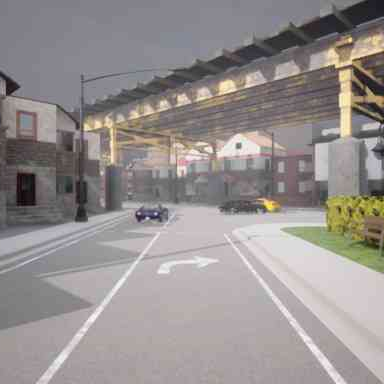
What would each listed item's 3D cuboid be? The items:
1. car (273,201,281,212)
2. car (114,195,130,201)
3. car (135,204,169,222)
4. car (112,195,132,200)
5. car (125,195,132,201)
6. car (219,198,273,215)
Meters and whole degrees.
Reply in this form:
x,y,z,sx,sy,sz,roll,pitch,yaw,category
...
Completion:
x,y,z,sx,sy,sz,roll,pitch,yaw,category
7.678,1.471,38.024,1.882,1.535,5.008,0,0,-45,car
-17.608,1.438,83.773,2.038,1.542,4.974,0,0,15,car
-3.019,1.596,26.124,1.895,1.301,4.718,0,0,4,car
-16.876,1.281,80.118,4.536,1.218,1.853,0,0,-15,car
-16.927,1.439,80.105,4.974,1.542,2.038,0,0,-15,car
5.231,1.502,33.699,4.892,1.490,1.837,0,-5,-11,car
